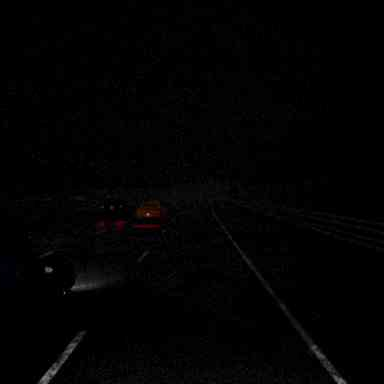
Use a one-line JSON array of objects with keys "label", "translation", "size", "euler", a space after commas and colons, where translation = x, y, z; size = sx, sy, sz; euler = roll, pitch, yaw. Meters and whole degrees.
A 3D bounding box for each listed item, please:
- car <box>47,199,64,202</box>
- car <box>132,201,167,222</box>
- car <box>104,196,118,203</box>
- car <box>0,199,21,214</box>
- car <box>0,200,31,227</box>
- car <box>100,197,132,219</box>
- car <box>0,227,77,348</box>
[{"label": "car", "translation": [-16.846, 1.543, 41.100], "size": [1.994, 1.385, 4.181], "euler": [0, 0, 2]}, {"label": "car", "translation": [-3.083, 1.458, 26.257], "size": [1.882, 1.535, 5.008], "euler": [0, 0, 1]}, {"label": "car", "translation": [-18.530, 1.721, 76.264], "size": [1.994, 1.385, 4.181], "euler": [0, 0, 4]}, {"label": "car", "translation": [-20.553, 1.511, 35.207], "size": [2.033, 1.411, 5.357], "euler": [0, 0, 2]}, {"label": "car", "translation": [-6.847, 1.201, 9.682], "size": [2.150, 2.045, 5.566], "euler": [0, 0, 0]}, {"label": "car", "translation": [-6.508, 1.330, 29.366], "size": [2.097, 1.767, 4.553], "euler": [0, 0, 1]}, {"label": "car", "translation": [-3.382, 1.537, 4.640], "size": [2.033, 1.411, 5.357], "euler": [0, 0, 0]}]
